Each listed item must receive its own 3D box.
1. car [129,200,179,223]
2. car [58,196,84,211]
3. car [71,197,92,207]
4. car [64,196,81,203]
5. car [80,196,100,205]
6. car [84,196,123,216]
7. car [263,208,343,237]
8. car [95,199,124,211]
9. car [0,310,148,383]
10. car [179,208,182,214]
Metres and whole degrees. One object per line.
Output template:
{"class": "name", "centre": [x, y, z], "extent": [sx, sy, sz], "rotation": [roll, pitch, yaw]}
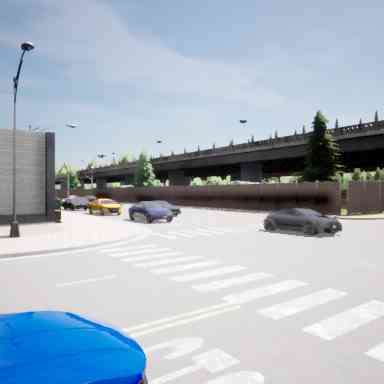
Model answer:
{"class": "car", "centre": [-3.204, 1.470, 25.015], "extent": [1.812, 1.442, 4.674], "rotation": [0, 0, -36]}
{"class": "car", "centre": [-14.267, 1.492, 40.499], "extent": [2.033, 1.411, 5.357], "rotation": [0, 0, -35]}
{"class": "car", "centre": [-16.702, 1.470, 50.029], "extent": [1.812, 1.442, 4.674], "rotation": [0, 0, -35]}
{"class": "car", "centre": [-23.745, 1.469, 65.951], "extent": [1.812, 1.442, 4.674], "rotation": [0, 0, -36]}
{"class": "car", "centre": [-17.819, 1.422, 57.832], "extent": [1.882, 1.535, 5.008], "rotation": [0, 0, -36]}
{"class": "car", "centre": [-8.571, 1.422, 32.520], "extent": [1.882, 1.535, 5.008], "rotation": [0, 0, -36]}
{"class": "car", "centre": [5.947, 1.557, 18.228], "extent": [1.994, 1.385, 4.181], "rotation": [0, 0, -36]}
{"class": "car", "centre": [-10.169, 1.546, 40.796], "extent": [1.895, 1.301, 4.718], "rotation": [0, 0, -35]}
{"class": "car", "centre": [-2.624, 1.478, 1.902], "extent": [5.008, 1.535, 1.882], "rotation": [0, 0, -36]}
{"class": "car", "centre": [-3.064, 1.492, 30.833], "extent": [2.033, 1.411, 5.357], "rotation": [0, 0, -36]}
